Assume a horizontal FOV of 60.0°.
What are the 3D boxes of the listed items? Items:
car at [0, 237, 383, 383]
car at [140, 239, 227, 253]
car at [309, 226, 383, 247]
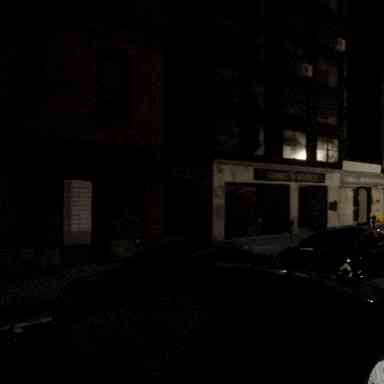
[{"bbox_3d":[0.118,1.497,3.161,5.008,1.535,1.882,0,0,-36],"label":"car"},{"bbox_3d":[-0.189,1.599,6.060,4.313,1.339,1.947,1,0,-36],"label":"car"},{"bbox_3d":[4.210,1.650,9.214,4.313,1.339,1.947,1,0,-36],"label":"car"}]
